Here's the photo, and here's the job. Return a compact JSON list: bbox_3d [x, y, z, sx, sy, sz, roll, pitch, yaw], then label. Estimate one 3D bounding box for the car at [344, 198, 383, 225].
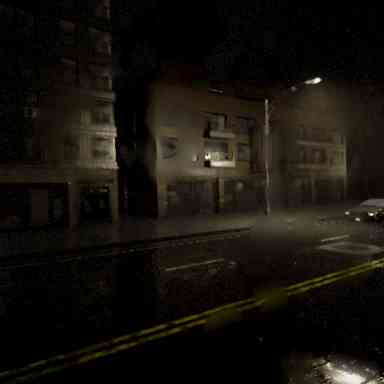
[{"bbox_3d":[11.323,1.059,19.967,5.357,1.411,2.033,-2,1,-36],"label":"car"}]
